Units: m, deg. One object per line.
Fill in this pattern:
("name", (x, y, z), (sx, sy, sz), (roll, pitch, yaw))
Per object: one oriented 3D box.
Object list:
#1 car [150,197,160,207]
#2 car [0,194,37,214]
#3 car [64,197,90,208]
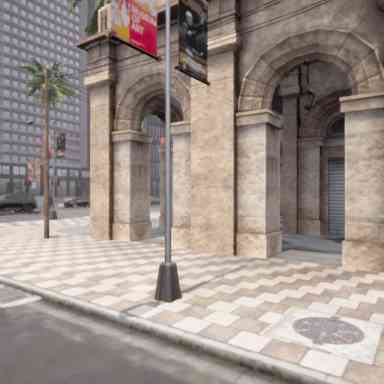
("car", (-6.655, 1.488, 50.604), (2.128, 1.511, 4.902), (0, 0, 36))
("car", (-18.690, 1.218, 33.781), (2.150, 2.045, 5.566), (0, 0, 36))
("car", (-16.291, 1.510, 48.472), (2.161, 1.482, 4.786), (0, 0, 35))
